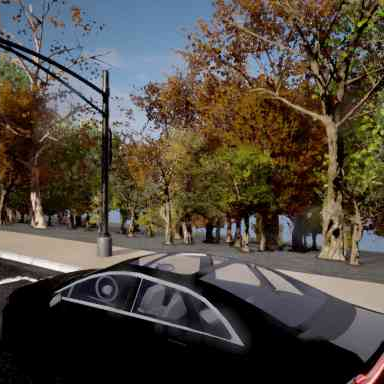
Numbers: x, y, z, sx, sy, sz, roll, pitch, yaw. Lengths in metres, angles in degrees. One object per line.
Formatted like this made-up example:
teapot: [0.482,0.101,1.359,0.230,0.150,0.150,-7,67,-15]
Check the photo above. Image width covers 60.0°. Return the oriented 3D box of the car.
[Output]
car: [-0.382,1.491,3.963,4.902,1.511,2.128,0,0,36]
